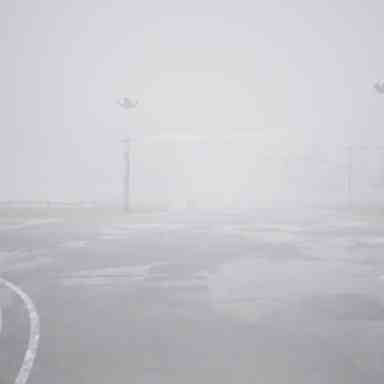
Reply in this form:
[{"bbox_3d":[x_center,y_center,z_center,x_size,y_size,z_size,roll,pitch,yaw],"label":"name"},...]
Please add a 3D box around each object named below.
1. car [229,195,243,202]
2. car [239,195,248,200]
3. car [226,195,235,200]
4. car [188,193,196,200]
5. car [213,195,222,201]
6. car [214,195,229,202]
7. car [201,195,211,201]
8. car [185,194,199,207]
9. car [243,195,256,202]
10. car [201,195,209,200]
[{"bbox_3d":[10.522,1.560,80.439,1.812,1.442,4.674,0,0,0],"label":"car"},{"bbox_3d":[14.025,1.484,90.710,1.837,1.490,4.892,0,0,0],"label":"car"},{"bbox_3d":[10.525,1.508,90.711,1.812,1.442,4.674,0,0,0],"label":"car"},{"bbox_3d":[0.025,1.215,90.746,2.150,2.045,5.566,0,0,0],"label":"car"},{"bbox_3d":[7.025,1.512,90.713,2.128,1.511,4.902,0,0,0],"label":"car"},{"bbox_3d":[7.022,1.576,80.248,2.033,1.411,5.357,0,0,0],"label":"car"},{"bbox_3d":[3.523,1.589,80.885,1.994,1.385,4.181,0,0,0],"label":"car"},{"bbox_3d":[0.014,1.501,50.483,1.882,1.535,5.008,0,0,0],"label":"car"},{"bbox_3d":[14.022,1.575,80.171,2.033,1.411,5.357,0,0,0],"label":"car"},{"bbox_3d":[3.525,1.514,90.715,1.812,1.442,4.674,0,0,0],"label":"car"}]
